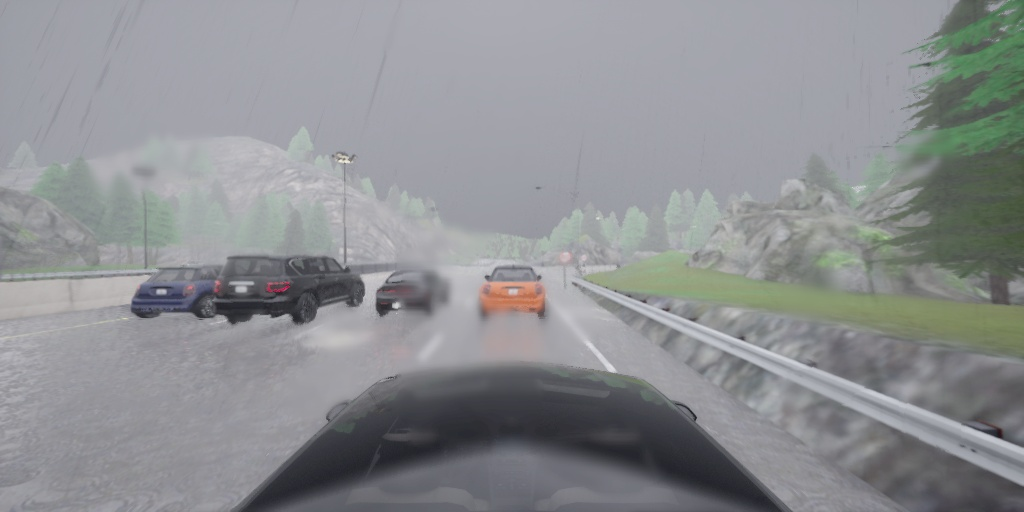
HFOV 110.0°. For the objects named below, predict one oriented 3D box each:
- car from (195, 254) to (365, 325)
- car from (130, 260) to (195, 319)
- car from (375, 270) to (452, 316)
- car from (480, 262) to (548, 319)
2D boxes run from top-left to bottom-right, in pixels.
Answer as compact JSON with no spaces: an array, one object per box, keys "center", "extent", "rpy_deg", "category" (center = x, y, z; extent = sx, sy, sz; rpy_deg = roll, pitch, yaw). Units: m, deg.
[{"center":[-6.946,0.958,11.939],"extent":[2.150,2.045,5.566],"rpy_deg":[0,0,0],"category":"car"},{"center":[-10.441,1.084,12.815],"extent":[2.097,1.767,4.553],"rpy_deg":[0,0,0],"category":"car"},{"center":[-3.440,1.237,13.262],"extent":[1.837,1.490,4.892],"rpy_deg":[0,0,0],"category":"car"},{"center":[0.059,1.082,12.829],"extent":[2.097,1.767,4.553],"rpy_deg":[0,0,0],"category":"car"}]
